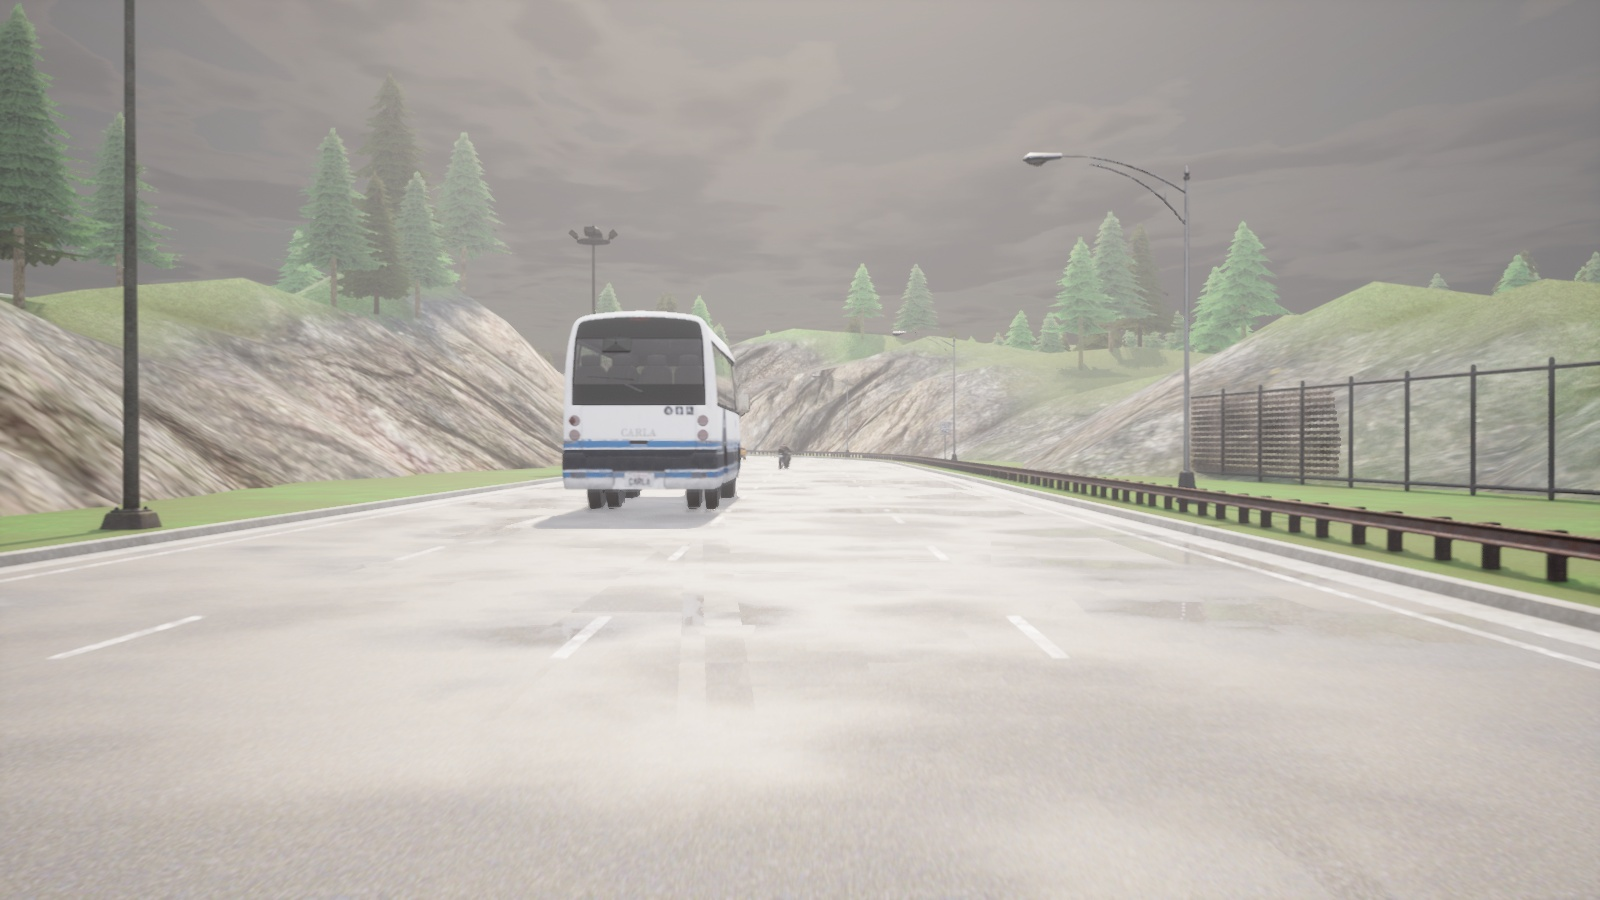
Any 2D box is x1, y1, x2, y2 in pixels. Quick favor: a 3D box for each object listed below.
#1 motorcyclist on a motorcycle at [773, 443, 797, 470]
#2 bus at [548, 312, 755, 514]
[{"bbox_3d":[-0.862,0.372,72.449,0.866,1.530,2.191,0,0,13],"label":"motorcyclist on a motorcycle"},{"bbox_3d":[-3.304,-0.811,31.550,3.944,4.253,10.273,0,0,0],"label":"bus"}]
